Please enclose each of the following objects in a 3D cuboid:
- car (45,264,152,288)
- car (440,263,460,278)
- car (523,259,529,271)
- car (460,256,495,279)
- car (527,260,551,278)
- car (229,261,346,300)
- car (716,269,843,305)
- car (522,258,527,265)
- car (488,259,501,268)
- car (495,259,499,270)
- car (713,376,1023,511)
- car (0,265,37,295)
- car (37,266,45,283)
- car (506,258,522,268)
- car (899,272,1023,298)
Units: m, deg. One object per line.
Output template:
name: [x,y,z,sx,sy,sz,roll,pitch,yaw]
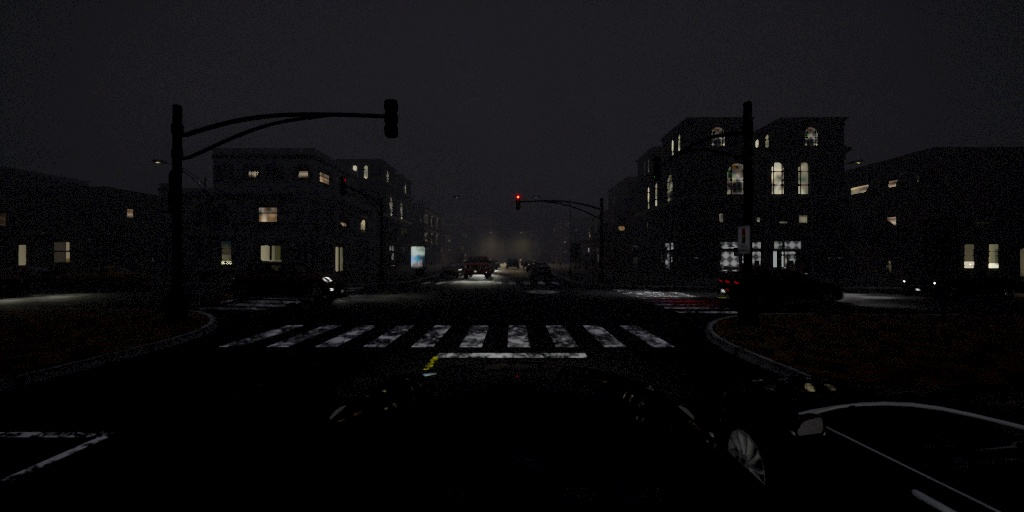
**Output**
car: [-25.454,1.195,22.356,4.829,1.417,1.751,0,0,1]
car: [-5.690,1.335,33.974,1.802,1.307,4.207,0,0,0]
car: [2.691,1.336,45.003,1.802,1.307,4.207,0,0,0]
car: [-3.112,0.975,33.511,2.150,2.045,5.566,0,0,1]
car: [2.691,1.318,33.961,1.948,1.339,4.313,0,0,0]
car: [-10.369,1.066,16.919,4.553,1.767,2.097,1,0,-7]
car: [11.838,1.311,15.993,4.892,1.490,1.837,0,0,1]
car: [2.690,1.309,61.570,2.007,1.370,4.403,0,0,0]
car: [-3.050,1.306,63.081,2.033,1.411,5.357,0,0,1]
car: [-3.095,1.246,43.438,2.128,1.511,4.902,0,0,1]
car: [2.691,1.300,1.571,2.007,1.370,4.403,0,0,0]
car: [-25.792,1.114,16.575,5.008,1.535,1.882,0,0,1]
car: [-30.820,1.228,22.439,4.207,1.307,1.802,0,0,1]
car: [0.102,1.113,60.631,2.097,1.767,4.553,0,0,0]
car: [23.750,1.481,19.011,4.718,1.301,1.895,0,0,1]
